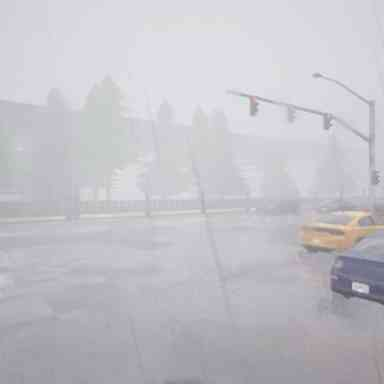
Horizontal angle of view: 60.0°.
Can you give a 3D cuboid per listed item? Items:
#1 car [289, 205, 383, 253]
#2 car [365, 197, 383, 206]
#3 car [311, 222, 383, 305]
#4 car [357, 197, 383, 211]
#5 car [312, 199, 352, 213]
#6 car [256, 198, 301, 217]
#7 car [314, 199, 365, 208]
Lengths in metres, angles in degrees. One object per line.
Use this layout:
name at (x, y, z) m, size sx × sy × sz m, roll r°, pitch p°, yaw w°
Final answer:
car at (6.101, 1.465, 12.395) m, size 5.008 × 1.535 × 1.882 m, roll 0°, pitch 0°, yaw -35°
car at (20.974, 1.486, 36.099) m, size 4.674 × 1.442 × 1.812 m, roll 0°, pitch 0°, yaw -36°
car at (4.841, 1.517, 7.198) m, size 4.674 × 1.442 × 1.812 m, roll 0°, pitch 0°, yaw -35°
car at (22.905, 1.460, 41.743) m, size 4.892 × 1.490 × 1.837 m, roll 0°, pitch 0°, yaw -35°
car at (15.318, 1.491, 36.392) m, size 4.674 × 1.442 × 1.812 m, roll 0°, pitch 0°, yaw -35°
car at (8.138, 1.327, 31.287) m, size 4.553 × 1.767 × 2.097 m, roll 0°, pitch 0°, yaw -35°
car at (13.600, 1.462, 30.906) m, size 4.902 × 1.511 × 2.128 m, roll 0°, pitch 0°, yaw -37°
